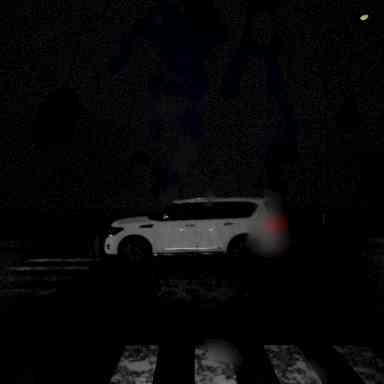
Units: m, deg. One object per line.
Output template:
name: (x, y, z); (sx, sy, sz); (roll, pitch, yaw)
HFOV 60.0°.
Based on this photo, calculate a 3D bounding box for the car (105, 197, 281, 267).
car: (0.050, 1.195, 10.924); (5.566, 2.045, 2.150); (-1, 0, 1)
